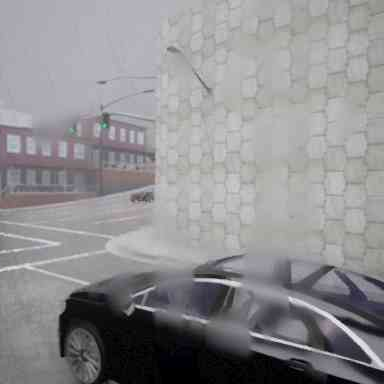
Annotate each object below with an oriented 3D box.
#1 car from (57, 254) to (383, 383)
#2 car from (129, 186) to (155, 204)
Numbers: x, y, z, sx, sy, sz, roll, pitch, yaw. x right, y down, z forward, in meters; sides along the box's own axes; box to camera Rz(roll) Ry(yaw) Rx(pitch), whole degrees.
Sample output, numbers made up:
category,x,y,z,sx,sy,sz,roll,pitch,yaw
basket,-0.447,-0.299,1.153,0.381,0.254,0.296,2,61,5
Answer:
category,x,y,z,sx,sy,sz,roll,pitch,yaw
car,0.499,1.467,3.607,4.902,1.511,2.128,1,1,36
car,-3.797,0.208,31.743,1.895,1.301,4.718,1,8,35
